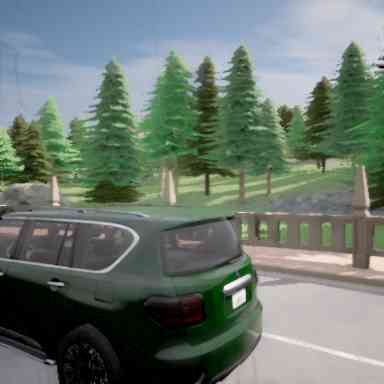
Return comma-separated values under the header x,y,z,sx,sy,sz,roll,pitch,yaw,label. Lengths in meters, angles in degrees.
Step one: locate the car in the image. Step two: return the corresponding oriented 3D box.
x,y,z,sx,sy,sz,roll,pitch,yaw,label
-1.759,1.211,4.946,5.566,2.045,2.150,0,0,33,car
